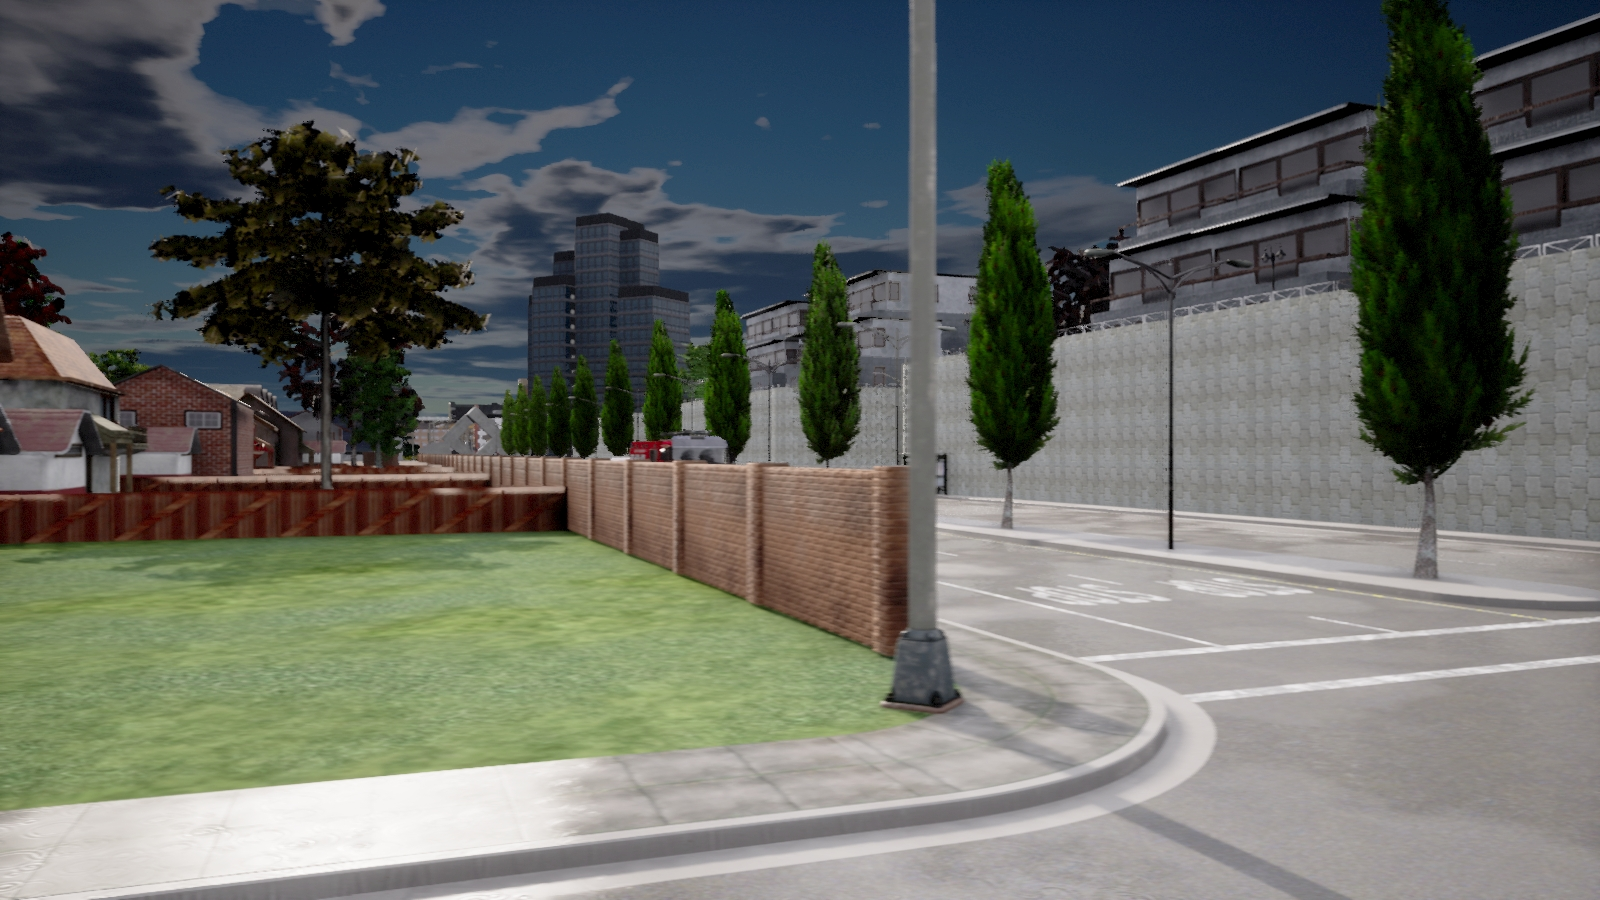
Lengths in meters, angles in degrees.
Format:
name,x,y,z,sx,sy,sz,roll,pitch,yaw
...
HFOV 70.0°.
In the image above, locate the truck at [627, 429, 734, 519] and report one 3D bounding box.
name,x,y,z,sx,sy,sz,roll,pitch,yaw
truck,-5.689,1.049,53.022,2.891,3.827,8.468,0,0,-21
